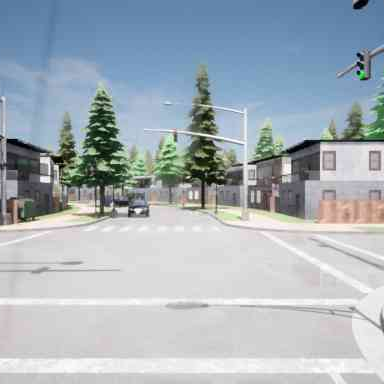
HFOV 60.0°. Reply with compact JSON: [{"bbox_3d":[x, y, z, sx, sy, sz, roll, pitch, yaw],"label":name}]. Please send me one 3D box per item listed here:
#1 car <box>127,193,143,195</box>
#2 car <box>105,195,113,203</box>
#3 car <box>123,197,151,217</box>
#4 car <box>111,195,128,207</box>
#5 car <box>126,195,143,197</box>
[{"bbox_3d":[-10.414,1.187,58.481,2.150,2.045,5.566,0,0,-36],"label":"car"},{"bbox_3d":[-16.533,1.317,66.822,2.097,1.767,4.553,0,0,-45],"label":"car"},{"bbox_3d":[-4.851,1.457,30.609,2.128,1.511,4.902,0,0,-7],"label":"car"},{"bbox_3d":[-10.500,1.566,50.834,1.895,1.301,4.718,0,0,-25],"label":"car"},{"bbox_3d":[-6.694,1.491,40.452,1.812,1.442,4.674,0,0,-16],"label":"car"}]
